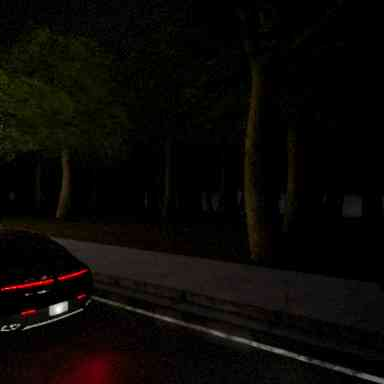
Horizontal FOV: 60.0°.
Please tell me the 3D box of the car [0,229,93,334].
[{"bbox_3d":[-3.964,1.489,6.382,4.892,1.490,1.837,0,0,35],"label":"car"}]
